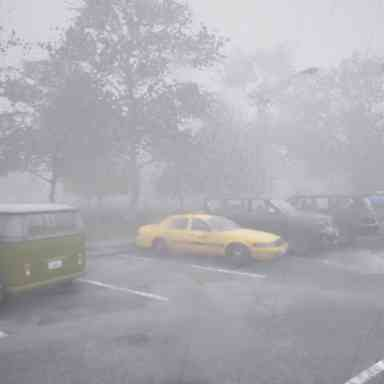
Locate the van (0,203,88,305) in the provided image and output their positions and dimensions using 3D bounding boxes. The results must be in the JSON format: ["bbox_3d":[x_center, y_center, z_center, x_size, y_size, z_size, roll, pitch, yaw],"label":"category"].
[{"bbox_3d":[-4.583,1.256,8.038,4.442,1.987,1.878,-1,0,35],"label":"van"}]

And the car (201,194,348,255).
[{"bbox_3d":[2.773,1.155,13.121,5.566,2.045,2.435,-1,-1,35],"label":"car"}]

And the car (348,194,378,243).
[{"bbox_3d":[5.130,1.131,14.858,5.566,2.045,2.435,-1,0,35],"label":"car"}]

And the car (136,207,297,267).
[{"bbox_3d":[0.498,1.426,11.324,5.366,1.575,1.946,-1,-1,34],"label":"car"}]
